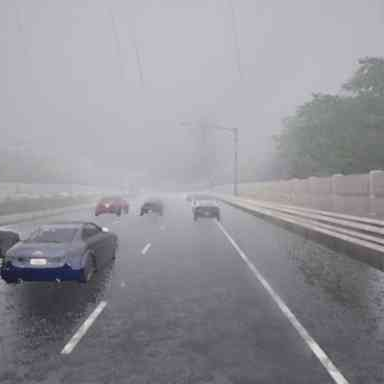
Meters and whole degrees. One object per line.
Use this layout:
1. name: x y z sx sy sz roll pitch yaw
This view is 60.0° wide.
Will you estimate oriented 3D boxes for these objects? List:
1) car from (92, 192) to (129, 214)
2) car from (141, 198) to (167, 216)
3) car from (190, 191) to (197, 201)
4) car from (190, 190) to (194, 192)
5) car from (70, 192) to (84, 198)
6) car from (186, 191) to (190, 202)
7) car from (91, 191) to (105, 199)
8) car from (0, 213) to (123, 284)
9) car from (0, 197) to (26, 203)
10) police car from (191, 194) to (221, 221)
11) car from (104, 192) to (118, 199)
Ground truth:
1. car: -6.895 1.147 29.255 2.097 1.767 4.553 0 0 0
2. car: -3.395 1.297 29.567 1.837 1.490 4.892 0 0 0
3. car: 1.055 1.097 35.012 2.097 1.767 4.553 0 1 0
4. car: 1.056 1.038 41.011 2.097 1.767 4.553 0 1 0
5. car: -24.489 0.801 71.165 1.812 1.442 4.674 0 1 0
6. car: 0.010 1.019 59.753 1.994 1.385 4.181 0 1 0
7. car: -20.988 0.674 74.497 1.882 1.535 5.008 0 1 0
8. car: -3.398 1.499 9.365 1.994 1.385 4.181 0 0 0
9. car: -17.591 1.264 31.806 2.128 1.511 4.902 0 1 0
10. police car: 1.054 1.252 25.155 1.930 1.638 5.238 0 0 0
11. car: -17.489 0.766 72.164 1.895 1.301 4.718 0 1 0
